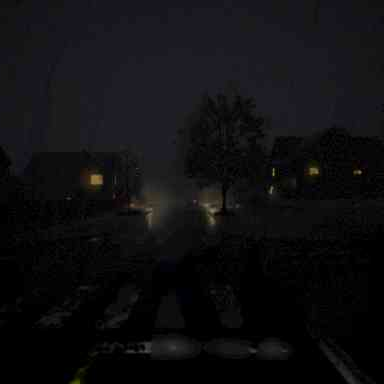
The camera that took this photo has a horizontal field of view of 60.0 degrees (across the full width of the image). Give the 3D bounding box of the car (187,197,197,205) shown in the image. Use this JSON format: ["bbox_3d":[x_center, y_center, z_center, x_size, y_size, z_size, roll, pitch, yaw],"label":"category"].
[{"bbox_3d":[-0.002,1.718,64.191,1.895,1.301,4.718,0,0,0],"label":"car"}]

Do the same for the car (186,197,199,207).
[{"bbox_3d":[0.075,1.564,53.763,2.128,1.511,4.902,0,0,0],"label":"car"}]
